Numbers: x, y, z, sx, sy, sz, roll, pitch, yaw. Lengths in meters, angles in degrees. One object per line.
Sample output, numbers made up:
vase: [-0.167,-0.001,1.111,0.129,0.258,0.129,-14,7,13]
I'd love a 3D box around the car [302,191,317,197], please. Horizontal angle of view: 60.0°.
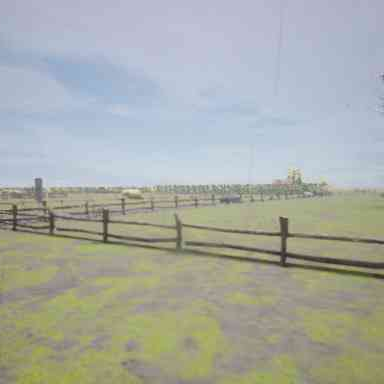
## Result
car: [28.941,0.601,83.157,1.812,1.442,4.674,-1,0,35]

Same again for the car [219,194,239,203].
car: [6.154,1.048,55.462,1.994,1.385,4.181,-1,0,35]
